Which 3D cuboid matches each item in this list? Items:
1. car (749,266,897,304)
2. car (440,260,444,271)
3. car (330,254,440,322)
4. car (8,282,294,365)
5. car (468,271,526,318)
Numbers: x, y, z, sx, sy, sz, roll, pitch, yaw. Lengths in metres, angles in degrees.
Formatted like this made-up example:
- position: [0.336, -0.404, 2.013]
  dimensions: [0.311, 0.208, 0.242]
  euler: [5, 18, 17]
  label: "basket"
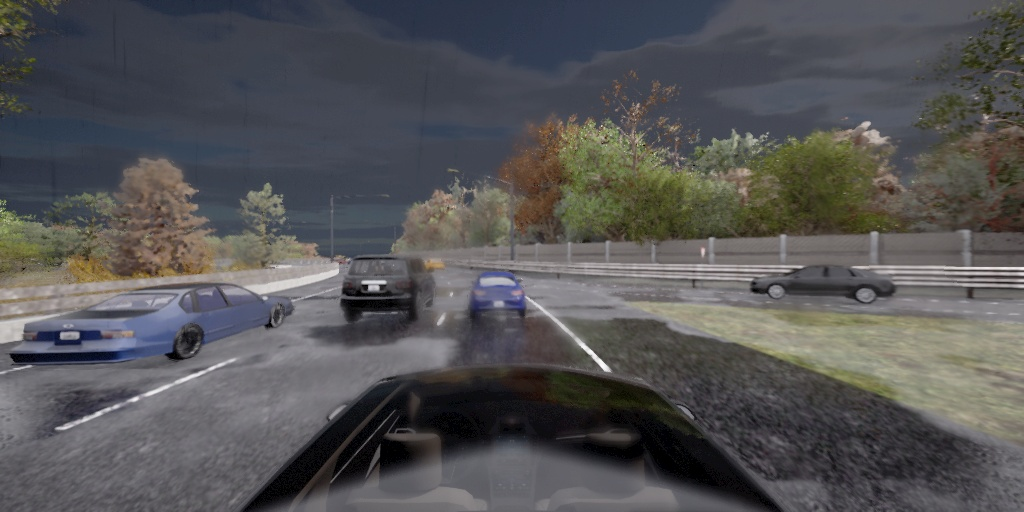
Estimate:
- position: [13.300, 1.166, 15.708]
  dimensions: [4.892, 1.490, 1.837]
  euler: [-1, 0, 31]
  label: "car"
- position: [-10.624, 1.177, 48.780]
  dimensions: [1.882, 1.535, 5.008]
  euler: [0, 0, -25]
  label: "car"
- position: [-4.045, 0.967, 12.551]
  dimensions: [2.150, 2.045, 5.566]
  euler: [0, 0, -5]
  label: "car"
- position: [-7.267, 1.316, 8.236]
  dimensions: [2.033, 1.411, 5.357]
  euler: [0, 0, -5]
  label: "car"
- position: [-0.582, 1.255, 12.895]
  dimensions: [1.812, 1.442, 4.674]
  euler: [0, 0, -5]
  label: "car"
